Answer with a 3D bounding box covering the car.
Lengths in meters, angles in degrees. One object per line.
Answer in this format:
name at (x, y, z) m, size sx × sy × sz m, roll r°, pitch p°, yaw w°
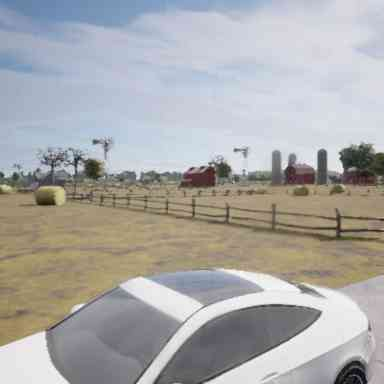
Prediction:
car at (-0.157, 1.526, 2.948) m, size 4.674 × 1.442 × 1.812 m, roll 0°, pitch 0°, yaw -36°
